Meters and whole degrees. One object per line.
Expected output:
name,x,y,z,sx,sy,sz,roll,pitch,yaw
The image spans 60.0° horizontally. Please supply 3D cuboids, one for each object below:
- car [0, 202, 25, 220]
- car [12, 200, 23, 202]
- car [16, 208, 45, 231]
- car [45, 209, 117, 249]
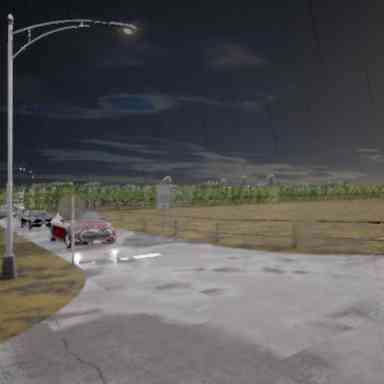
car,-20.467,2.248,37.224,2.128,1.511,4.902,0,-1,-35
car,-28.100,2.301,52.824,2.150,2.045,5.566,0,-1,-36
car,-11.493,2.068,24.724,1.895,1.301,4.718,0,-1,-36
car,-5.424,1.628,16.298,2.097,1.767,4.553,0,-1,-36
